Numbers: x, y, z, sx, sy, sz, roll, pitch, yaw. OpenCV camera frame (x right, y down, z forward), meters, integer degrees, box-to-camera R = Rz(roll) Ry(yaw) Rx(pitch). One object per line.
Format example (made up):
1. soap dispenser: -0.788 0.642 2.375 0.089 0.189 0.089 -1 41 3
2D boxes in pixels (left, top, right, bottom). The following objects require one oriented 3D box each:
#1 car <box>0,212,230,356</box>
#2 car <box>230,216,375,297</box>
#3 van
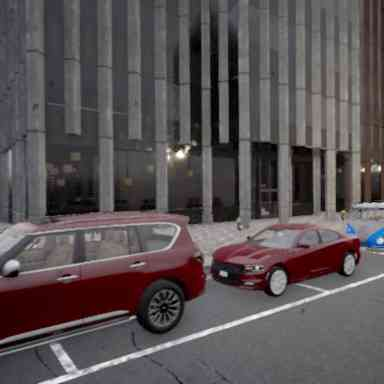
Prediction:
1. car: -2.073 1.309 5.175 5.009 1.841 2.192 -1 0 -36
2. car: 2.506 1.497 8.466 4.507 1.381 1.887 -1 0 -36
3. van: 7.081 1.251 11.756 3.998 1.788 1.690 -1 0 -36
